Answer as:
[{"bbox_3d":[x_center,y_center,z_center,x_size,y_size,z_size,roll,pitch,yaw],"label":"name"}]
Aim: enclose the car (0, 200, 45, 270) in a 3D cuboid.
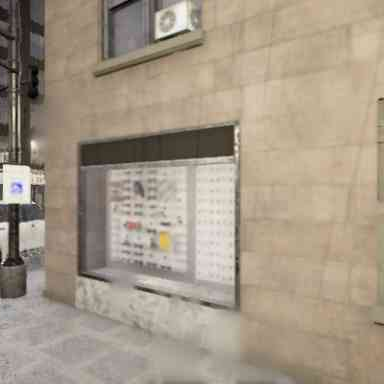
[{"bbox_3d":[-5.811,1.260,10.280,2.150,2.045,5.566,-2,0,16],"label":"car"}]
